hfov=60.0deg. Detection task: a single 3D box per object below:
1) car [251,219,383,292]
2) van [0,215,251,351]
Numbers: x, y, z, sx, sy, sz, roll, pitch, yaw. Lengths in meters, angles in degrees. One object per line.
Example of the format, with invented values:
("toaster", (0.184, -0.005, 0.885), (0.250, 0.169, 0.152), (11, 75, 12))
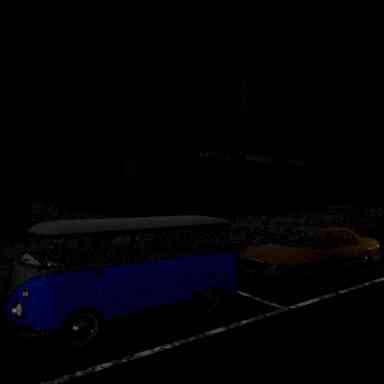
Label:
("car", (3.253, 1.526, 8.953), (4.829, 1.417, 1.752), (0, 0, -35))
("van", (-1.042, 1.341, 5.903), (3.998, 1.788, 1.690), (0, 0, -35))
